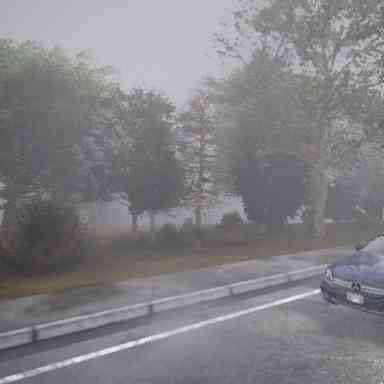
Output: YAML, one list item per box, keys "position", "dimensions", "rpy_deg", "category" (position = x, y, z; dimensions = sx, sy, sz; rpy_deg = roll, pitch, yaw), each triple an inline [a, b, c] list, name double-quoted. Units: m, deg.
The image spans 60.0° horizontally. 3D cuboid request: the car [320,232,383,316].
- position: [4.672, 1.555, 7.009]
  dimensions: [4.674, 1.442, 1.812]
  rpy_deg: [0, 0, -35]
  category: "car"
